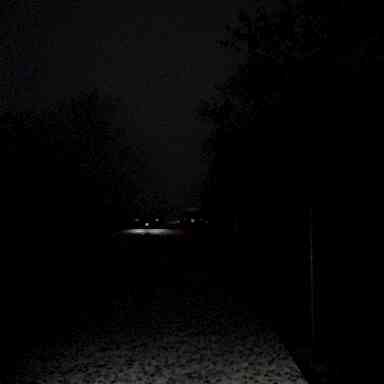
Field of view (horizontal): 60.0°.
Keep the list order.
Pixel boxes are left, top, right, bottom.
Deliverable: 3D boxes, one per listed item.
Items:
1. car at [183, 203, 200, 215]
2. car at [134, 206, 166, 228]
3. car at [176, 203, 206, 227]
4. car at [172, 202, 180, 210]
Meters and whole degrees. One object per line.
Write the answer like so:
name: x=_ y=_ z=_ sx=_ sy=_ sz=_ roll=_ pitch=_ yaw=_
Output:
car: x=-0.044 y=2.075 z=41.280 sx=1.994 sy=1.385 sz=4.181 roll=0 pitch=-1 yaw=0
car: x=-2.903 y=1.742 z=24.040 sx=2.033 sy=1.411 sz=5.357 roll=0 pitch=-1 yaw=0
car: x=0.045 y=1.721 z=24.128 sx=1.812 sy=1.442 sz=4.674 roll=0 pitch=-1 yaw=0
car: x=-2.914 y=2.728 z=65.503 sx=1.812 sy=1.442 sz=4.674 roll=0 pitch=-2 yaw=1
